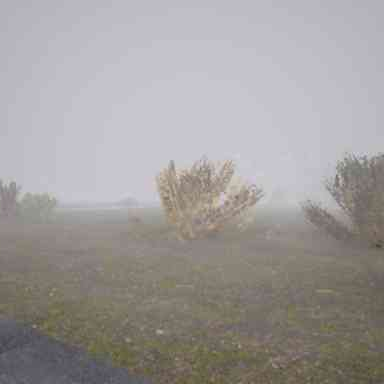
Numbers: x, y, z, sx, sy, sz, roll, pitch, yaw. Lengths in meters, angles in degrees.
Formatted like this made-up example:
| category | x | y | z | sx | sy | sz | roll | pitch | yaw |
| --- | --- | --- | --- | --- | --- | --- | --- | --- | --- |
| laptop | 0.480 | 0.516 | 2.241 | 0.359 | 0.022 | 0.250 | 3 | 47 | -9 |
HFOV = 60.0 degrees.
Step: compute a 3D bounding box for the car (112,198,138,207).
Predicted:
| category | x | y | z | sx | sy | sz | roll | pitch | yaw |
| --- | --- | --- | --- | --- | --- | --- | --- | --- | --- |
| car | -11.234 | 1.750 | 55.994 | 1.837 | 1.490 | 4.892 | -1 | -1 | 36 |
